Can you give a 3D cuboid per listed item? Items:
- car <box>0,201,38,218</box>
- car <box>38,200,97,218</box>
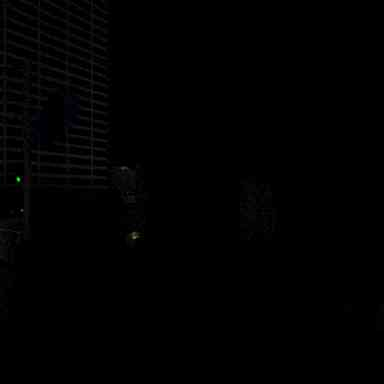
[{"bbox_3d":[-15.521,1.547,30.663,2.033,1.411,5.357,0,0,35],"label":"car"},{"bbox_3d":[-11.149,1.478,30.782,1.882,1.535,5.008,0,0,35],"label":"car"}]
